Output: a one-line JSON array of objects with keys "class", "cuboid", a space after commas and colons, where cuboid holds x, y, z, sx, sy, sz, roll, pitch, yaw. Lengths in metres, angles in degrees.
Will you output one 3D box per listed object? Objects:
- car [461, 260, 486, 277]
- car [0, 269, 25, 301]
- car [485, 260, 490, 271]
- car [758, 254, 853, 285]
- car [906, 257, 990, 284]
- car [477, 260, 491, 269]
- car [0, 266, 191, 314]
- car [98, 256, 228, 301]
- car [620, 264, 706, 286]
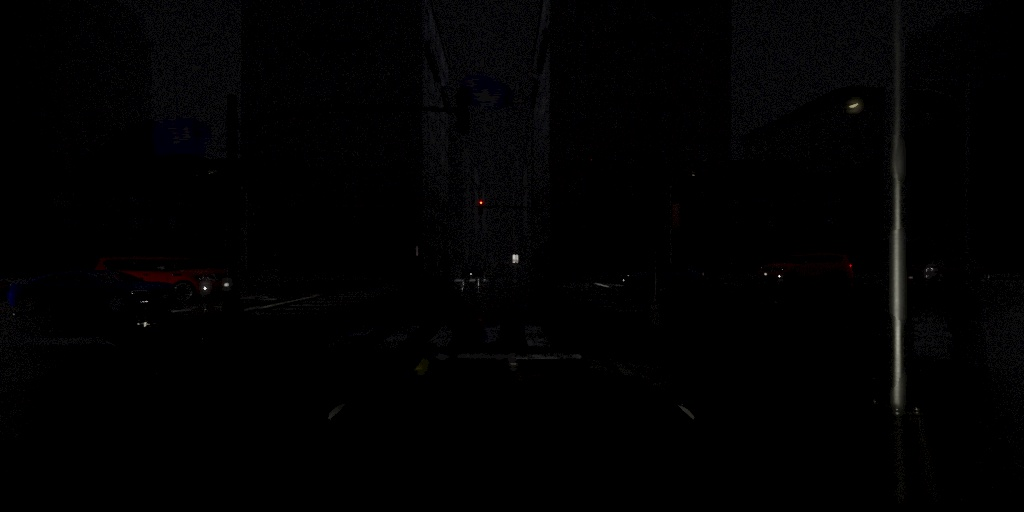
[{"class": "car", "cuboid": [-3.894, 1.367, 35.707, 1.895, 1.301, 4.718, 0, 0, -1]}, {"class": "car", "cuboid": [-26.261, 1.368, 16.648, 4.674, 1.442, 1.812, 0, 0, -1]}, {"class": "car", "cuboid": [-4.174, 1.282, 45.942, 1.837, 1.490, 4.892, 0, 0, -2]}, {"class": "car", "cuboid": [20.200, 0.883, 24.751, 5.566, 2.045, 2.150, 0, 0, -2]}, {"class": "car", "cuboid": [30.093, 0.981, 25.040, 4.553, 1.767, 2.097, 0, 0, -2]}, {"class": "car", "cuboid": [-4.511, 1.337, 58.398, 2.033, 1.411, 5.357, 0, 0, -2]}, {"class": "car", "cuboid": [-15.780, 1.280, 13.715, 5.008, 1.535, 1.882, 0, 0, -2]}, {"class": "car", "cuboid": [-16.338, 1.026, 16.951, 5.566, 2.045, 2.150, 0, 0, -2]}, {"class": "car", "cuboid": [10.242, 1.243, 24.453, 5.357, 1.411, 2.033, 0, 0, -2]}]
